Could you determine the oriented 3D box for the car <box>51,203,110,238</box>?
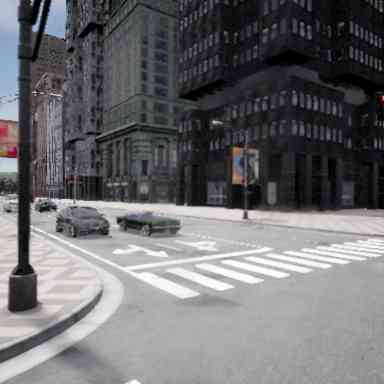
[{"bbox_3d":[-6.049,1.555,18.215,1.837,1.490,4.892,1,0,-35],"label":"car"}]

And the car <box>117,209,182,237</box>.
[{"bbox_3d":[-2.520,1.678,18.855,1.895,1.301,4.718,1,0,-35],"label":"car"}]

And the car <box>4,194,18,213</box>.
[{"bbox_3d":[-19.881,1.277,37.792,2.150,2.045,5.566,1,-1,-35],"label":"car"}]

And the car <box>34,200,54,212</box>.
[{"bbox_3d":[-17.925,1.627,40.663,2.033,1.411,5.357,1,0,-35],"label":"car"}]
